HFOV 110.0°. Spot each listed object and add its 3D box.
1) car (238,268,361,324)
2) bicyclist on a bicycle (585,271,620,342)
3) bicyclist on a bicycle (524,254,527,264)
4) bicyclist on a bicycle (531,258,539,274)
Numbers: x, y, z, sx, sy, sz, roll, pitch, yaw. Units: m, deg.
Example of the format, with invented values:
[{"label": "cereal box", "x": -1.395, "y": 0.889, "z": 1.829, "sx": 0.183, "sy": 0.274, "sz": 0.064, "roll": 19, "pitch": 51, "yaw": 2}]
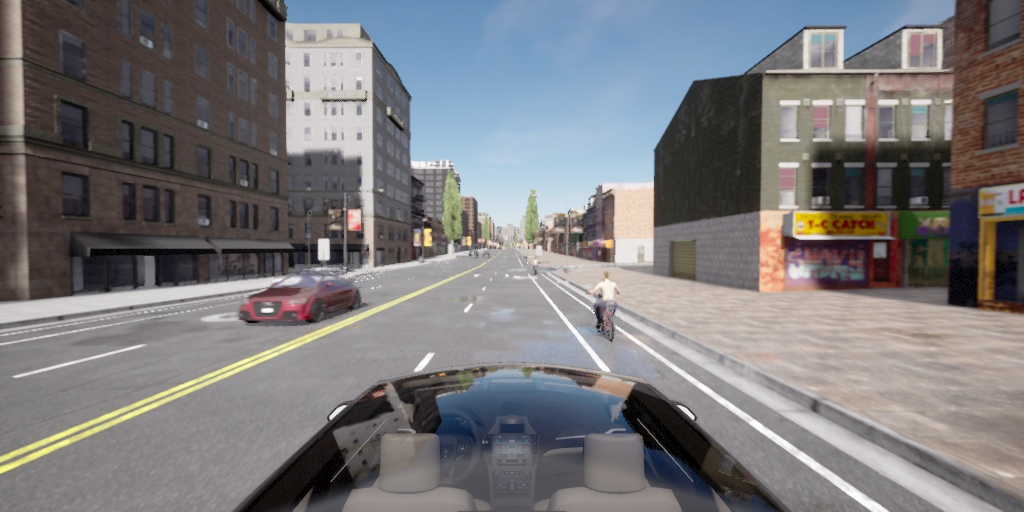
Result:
[{"label": "car", "x": -6.599, "y": 1.265, "z": 11.660, "sx": 1.994, "sy": 1.385, "sz": 4.181, "roll": 0, "pitch": 0, "yaw": 0}, {"label": "bicyclist on a bicycle", "x": 2.259, "y": 1.154, "z": 8.716, "sx": 0.866, "sy": 1.612, "sz": 1.509, "roll": 0, "pitch": 0, "yaw": 0}, {"label": "bicyclist on a bicycle", "x": 2.252, "y": 0.548, "z": 59.997, "sx": 0.659, "sy": 1.776, "sz": 1.843, "roll": 0, "pitch": 1, "yaw": 0}, {"label": "bicyclist on a bicycle", "x": 2.260, "y": 0.961, "z": 34.533, "sx": 0.866, "sy": 1.612, "sz": 1.509, "roll": 0, "pitch": 0, "yaw": 0}]
